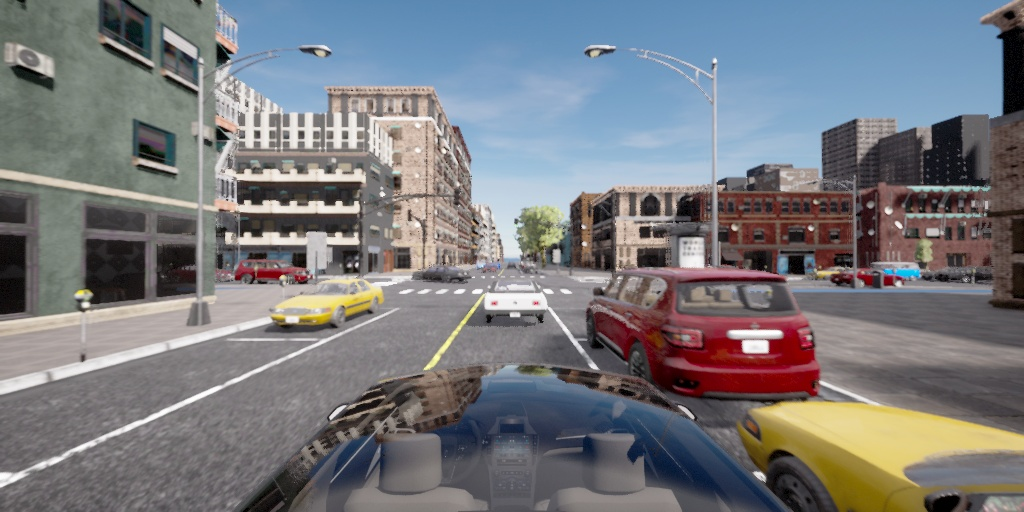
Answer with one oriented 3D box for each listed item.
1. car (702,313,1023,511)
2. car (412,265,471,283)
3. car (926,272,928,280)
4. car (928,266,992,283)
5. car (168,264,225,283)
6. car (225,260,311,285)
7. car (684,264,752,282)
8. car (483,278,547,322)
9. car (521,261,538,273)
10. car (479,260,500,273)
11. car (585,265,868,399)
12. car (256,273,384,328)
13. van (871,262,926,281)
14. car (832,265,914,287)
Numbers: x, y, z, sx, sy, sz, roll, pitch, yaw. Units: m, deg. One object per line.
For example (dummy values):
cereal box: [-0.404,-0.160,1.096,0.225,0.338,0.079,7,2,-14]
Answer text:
car: [2.692,1.269,0.971,1.751,1.417,4.829,0,0,0]
car: [-6.049,1.513,30.608,5.357,1.411,2.033,0,-1,30]
car: [42.628,1.749,34.957,4.403,1.370,2.007,0,0,0]
car: [41.292,1.680,32.331,4.892,1.490,1.837,1,0,0]
car: [-24.686,1.399,28.623,4.674,1.442,1.812,0,0,0]
car: [-17.302,1.193,26.089,5.009,1.841,2.192,0,0,0]
car: [18.399,1.540,32.176,5.008,1.535,1.882,0,0,0]
car: [0.089,1.431,12.680,1.895,1.301,4.718,0,0,0]
car: [2.640,1.683,49.829,2.007,1.370,4.403,0,0,0]
car: [-3.132,1.704,50.701,1.994,1.385,4.181,0,0,0]
car: [2.686,1.099,6.340,2.192,1.841,5.009,0,0,0]
car: [-5.701,1.350,11.701,1.751,1.417,4.829,0,0,0]
van: [37.102,1.511,34.913,3.998,1.789,1.690,0,0,0]
car: [26.122,1.601,26.391,4.507,1.381,1.888,0,0,0]
